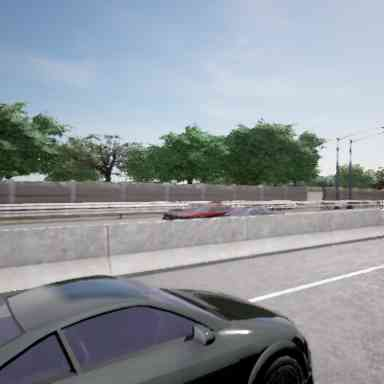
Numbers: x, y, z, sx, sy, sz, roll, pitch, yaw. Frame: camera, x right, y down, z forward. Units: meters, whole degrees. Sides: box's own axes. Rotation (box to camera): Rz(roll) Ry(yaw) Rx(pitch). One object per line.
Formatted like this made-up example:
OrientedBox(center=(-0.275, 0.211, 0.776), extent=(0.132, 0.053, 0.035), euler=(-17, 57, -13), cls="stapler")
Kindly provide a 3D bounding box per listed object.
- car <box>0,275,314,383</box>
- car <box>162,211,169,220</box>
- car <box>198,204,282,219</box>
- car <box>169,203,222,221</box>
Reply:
OrientedBox(center=(-0.731, 1.566, 3.226), extent=(4.181, 1.385, 1.994), euler=(0, 0, -35), cls="car")
OrientedBox(center=(0.385, 1.598, 25.767), extent=(5.357, 1.411, 2.033), euler=(0, 0, -36), cls="car")
OrientedBox(center=(3.228, 1.590, 19.190), extent=(5.357, 1.411, 2.033), euler=(0, 0, -36), cls="car")
OrientedBox(center=(1.291, 1.521, 22.115), extent=(5.008, 1.535, 1.882), euler=(0, 0, -36), cls="car")
